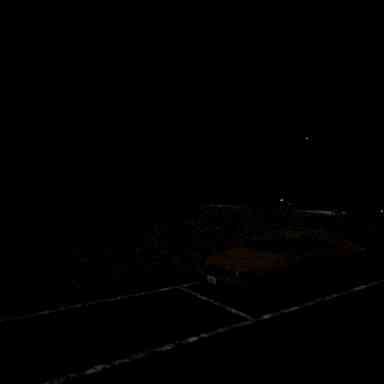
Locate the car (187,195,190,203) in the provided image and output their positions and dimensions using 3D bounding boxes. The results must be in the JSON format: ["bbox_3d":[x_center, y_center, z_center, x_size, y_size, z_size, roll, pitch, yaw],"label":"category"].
[{"bbox_3d":[-0.455,1.195,57.981,1.895,1.301,4.718,1,0,-34],"label":"car"}]

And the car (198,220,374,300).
[{"bbox_3d":[2.395,1.526,8.370,4.829,1.417,1.752,0,1,-35],"label":"car"}]

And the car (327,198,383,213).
[{"bbox_3d":[14.732,1.341,30.238,2.128,1.511,4.902,1,0,-34],"label":"car"}]

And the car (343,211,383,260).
[{"bbox_3d":[7.156,1.547,11.673,4.507,1.381,1.887,0,1,-35],"label":"car"}]

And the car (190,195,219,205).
[{"bbox_3d":[2.083,1.210,48.732,1.994,1.385,4.181,1,0,-34],"label":"car"}]

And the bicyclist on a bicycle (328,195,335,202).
[{"bbox_3d":[16.341,1.158,38.933,1.656,1.620,0.582,0,0,-34],"label":"bicyclist on a bicycle"}]

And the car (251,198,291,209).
[{"bbox_3d":[9.087,1.360,38.480,1.895,1.301,4.718,1,0,-34],"label":"car"}]
